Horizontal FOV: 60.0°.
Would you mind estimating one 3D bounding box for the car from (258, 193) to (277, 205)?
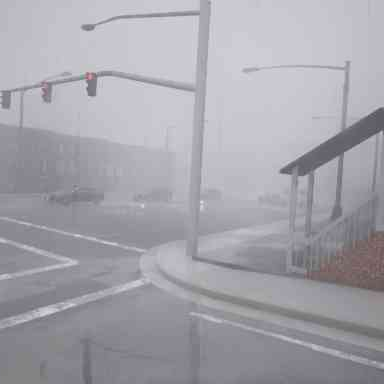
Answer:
[{"bbox_3d":[9.693,0.787,40.735,1.994,1.385,4.181,5,3,36],"label":"car"}]

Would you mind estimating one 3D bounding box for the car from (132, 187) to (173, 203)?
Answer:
[{"bbox_3d":[-3.940,0.244,34.082,1.837,1.490,4.892,5,3,36],"label":"car"}]

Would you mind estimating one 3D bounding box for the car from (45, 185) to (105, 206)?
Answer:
[{"bbox_3d":[-9.283,0.228,26.668,2.128,1.511,4.902,5,3,36],"label":"car"}]

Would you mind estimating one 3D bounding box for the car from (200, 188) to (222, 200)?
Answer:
[{"bbox_3d":[1.997,0.247,42.296,1.837,1.490,4.892,5,3,36],"label":"car"}]

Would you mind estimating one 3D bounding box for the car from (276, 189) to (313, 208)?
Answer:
[{"bbox_3d":[12.084,0.680,38.036,2.150,2.045,5.566,5,3,36],"label":"car"}]
